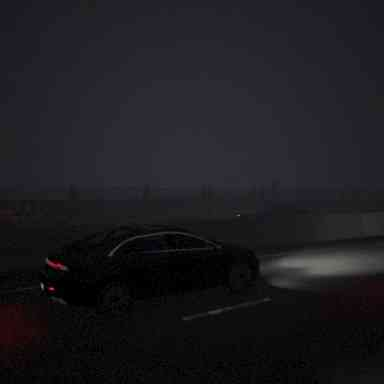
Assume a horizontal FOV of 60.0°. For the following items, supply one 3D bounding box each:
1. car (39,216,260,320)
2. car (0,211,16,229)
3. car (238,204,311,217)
[{"bbox_3d":[-0.651,1.474,7.286,4.902,1.511,2.128,0,0,-33],"label":"car"},{"bbox_3d":[-11.794,1.407,16.882,5.008,1.535,1.882,0,0,-34],"label":"car"},{"bbox_3d":[5.779,1.518,22.997,5.357,1.411,2.033,0,0,-25],"label":"car"}]
